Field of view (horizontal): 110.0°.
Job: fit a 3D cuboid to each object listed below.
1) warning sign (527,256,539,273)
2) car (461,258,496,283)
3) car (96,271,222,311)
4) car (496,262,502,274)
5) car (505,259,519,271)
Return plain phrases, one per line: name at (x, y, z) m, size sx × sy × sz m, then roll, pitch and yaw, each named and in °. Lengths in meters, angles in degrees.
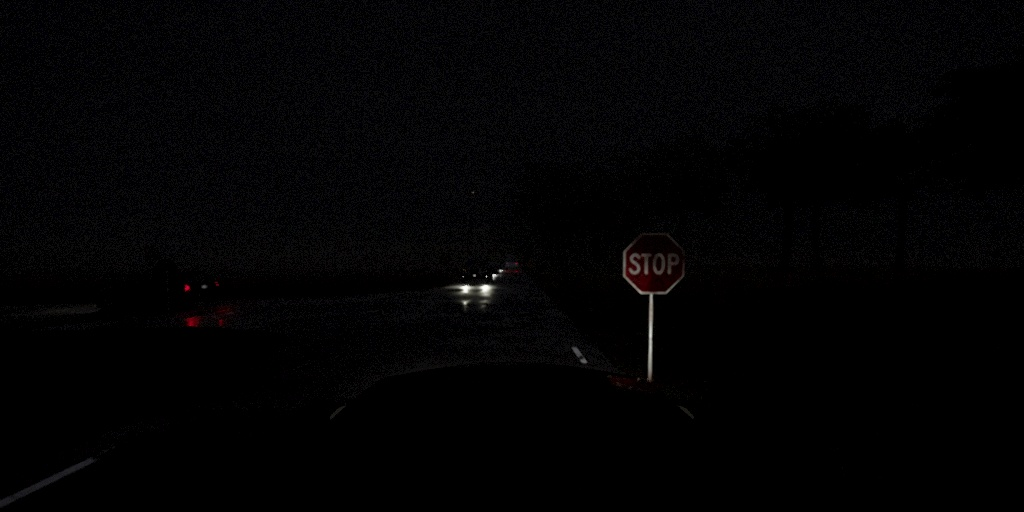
warning sign at (2.465, 1.187, 45.216) m, size 1.300 × 1.860 × 1.060 m, roll 0°, pitch 0°, yaw 0°
car at (-2.854, 1.157, 30.313) m, size 2.150 × 2.045 × 5.566 m, roll 0°, pitch 0°, yaw 1°
car at (-16.621, 1.525, 16.952) m, size 4.553 × 1.767 × 2.097 m, roll -1°, pitch 2°, yaw 1°
car at (-2.830, 1.642, 47.285) m, size 2.033 × 1.411 × 5.357 m, roll 0°, pitch -1°, yaw 0°
car at (0.020, 1.476, 61.089) m, size 2.150 × 2.045 × 5.566 m, roll 0°, pitch -1°, yaw 0°
